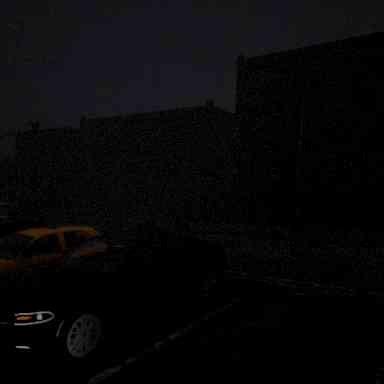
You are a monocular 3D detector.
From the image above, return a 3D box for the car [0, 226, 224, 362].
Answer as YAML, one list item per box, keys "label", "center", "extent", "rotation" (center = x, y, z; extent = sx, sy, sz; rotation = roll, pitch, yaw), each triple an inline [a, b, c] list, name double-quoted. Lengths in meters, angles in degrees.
- label: "car"
  center: [-1.239, 1.497, 6.289]
  extent: [2.097, 1.535, 5.008]
  rotation: [0, 0, 36]

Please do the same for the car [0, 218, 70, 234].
- label: "car"
  center: [-3.629, 1.508, 7.760]
  extent: [1.946, 1.575, 5.366]
  rotation: [0, 0, 36]

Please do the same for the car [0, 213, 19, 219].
- label: "car"
  center: [-5.820, 1.555, 9.515]
  extent: [2.163, 1.488, 4.792]
  rotation: [0, 0, 36]

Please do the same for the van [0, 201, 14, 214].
- label: "van"
  center: [-8.019, 1.315, 11.263]
  extent: [1.878, 1.987, 4.442]
  rotation: [0, 0, 36]
